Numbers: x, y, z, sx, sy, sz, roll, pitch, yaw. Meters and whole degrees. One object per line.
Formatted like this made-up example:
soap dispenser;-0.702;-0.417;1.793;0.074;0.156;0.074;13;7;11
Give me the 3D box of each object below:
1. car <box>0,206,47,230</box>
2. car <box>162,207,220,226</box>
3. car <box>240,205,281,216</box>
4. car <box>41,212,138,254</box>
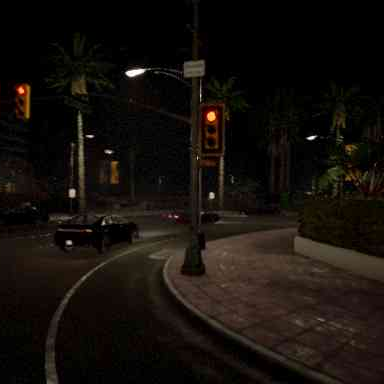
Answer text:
car;-12.124;1.694;22.491;2.128;1.511;4.902;0;-1;30
car;0.001;1.978;27.516;2.033;1.411;5.357;0;-1;43
car;8.831;2.322;42.726;5.357;1.411;2.033;1;-1;-25
car;-3.932;1.674;14.535;2.128;1.511;4.902;0;-1;13
